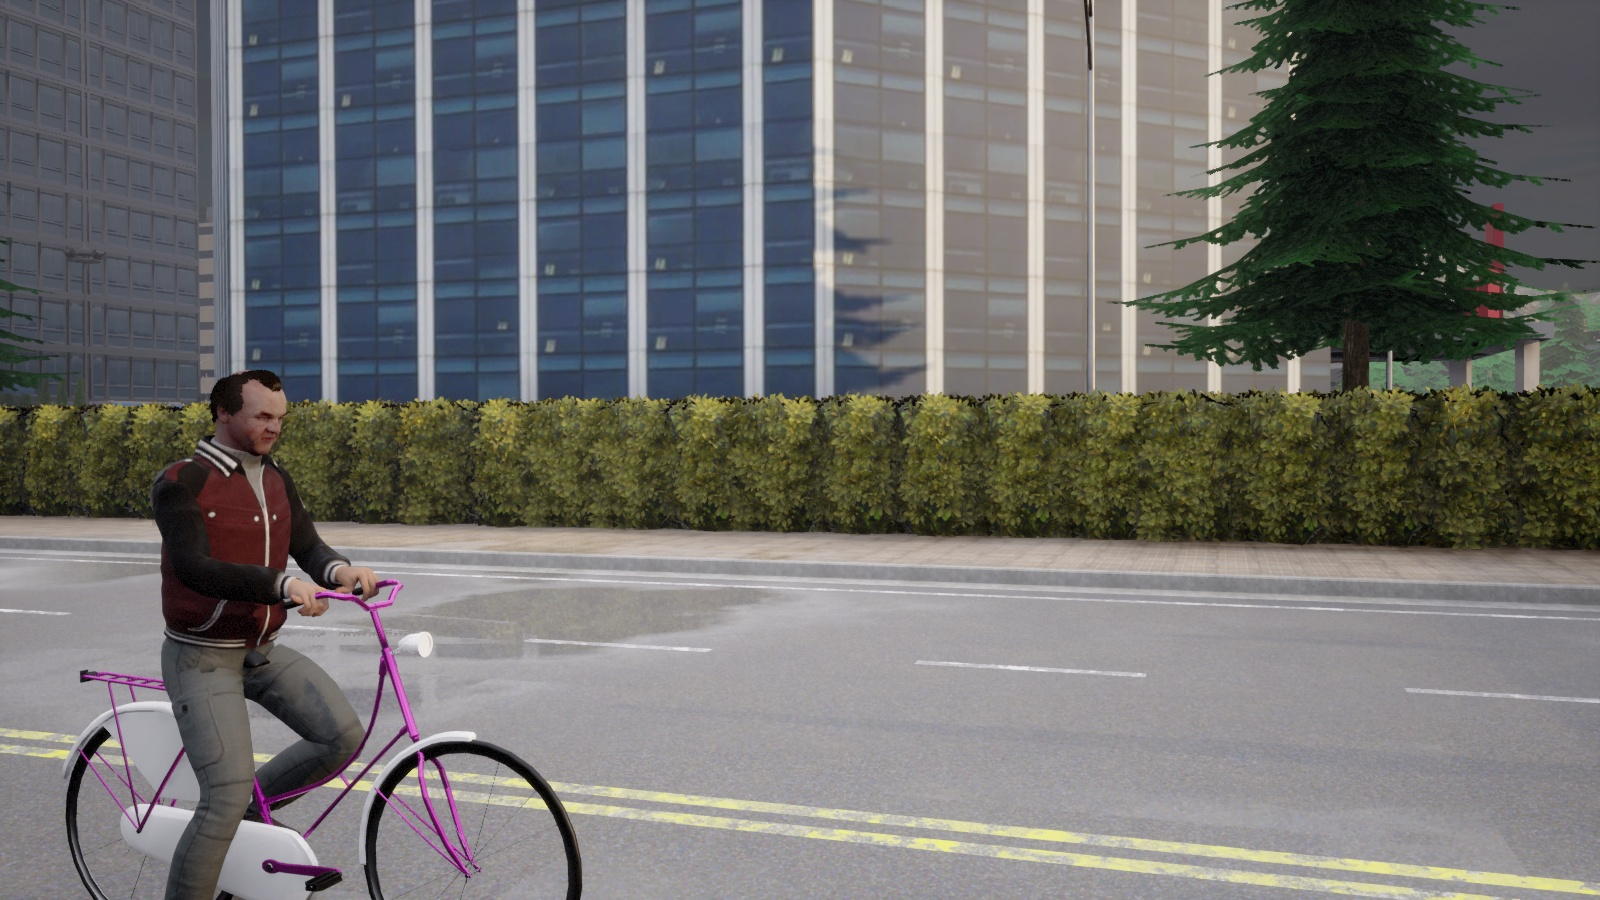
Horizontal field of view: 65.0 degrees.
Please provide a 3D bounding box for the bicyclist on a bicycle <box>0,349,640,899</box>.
[{"bbox_3d":[-1.451,0.633,3.680,1.843,1.776,0.659,0,1,19],"label":"bicyclist on a bicycle"}]
